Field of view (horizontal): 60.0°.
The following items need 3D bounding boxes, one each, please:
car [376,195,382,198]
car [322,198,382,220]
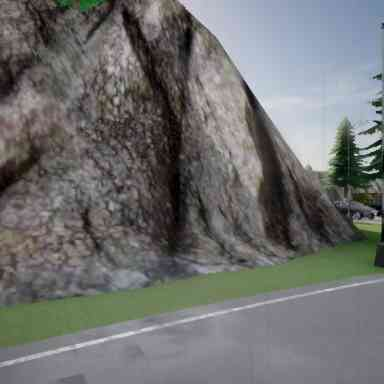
[{"bbox_3d":[17.239,1.221,29.077,2.150,2.045,5.566,0,0,-26],"label":"car"},{"bbox_3d":[13.459,1.491,28.497,2.128,1.511,4.902,0,0,-25],"label":"car"}]
